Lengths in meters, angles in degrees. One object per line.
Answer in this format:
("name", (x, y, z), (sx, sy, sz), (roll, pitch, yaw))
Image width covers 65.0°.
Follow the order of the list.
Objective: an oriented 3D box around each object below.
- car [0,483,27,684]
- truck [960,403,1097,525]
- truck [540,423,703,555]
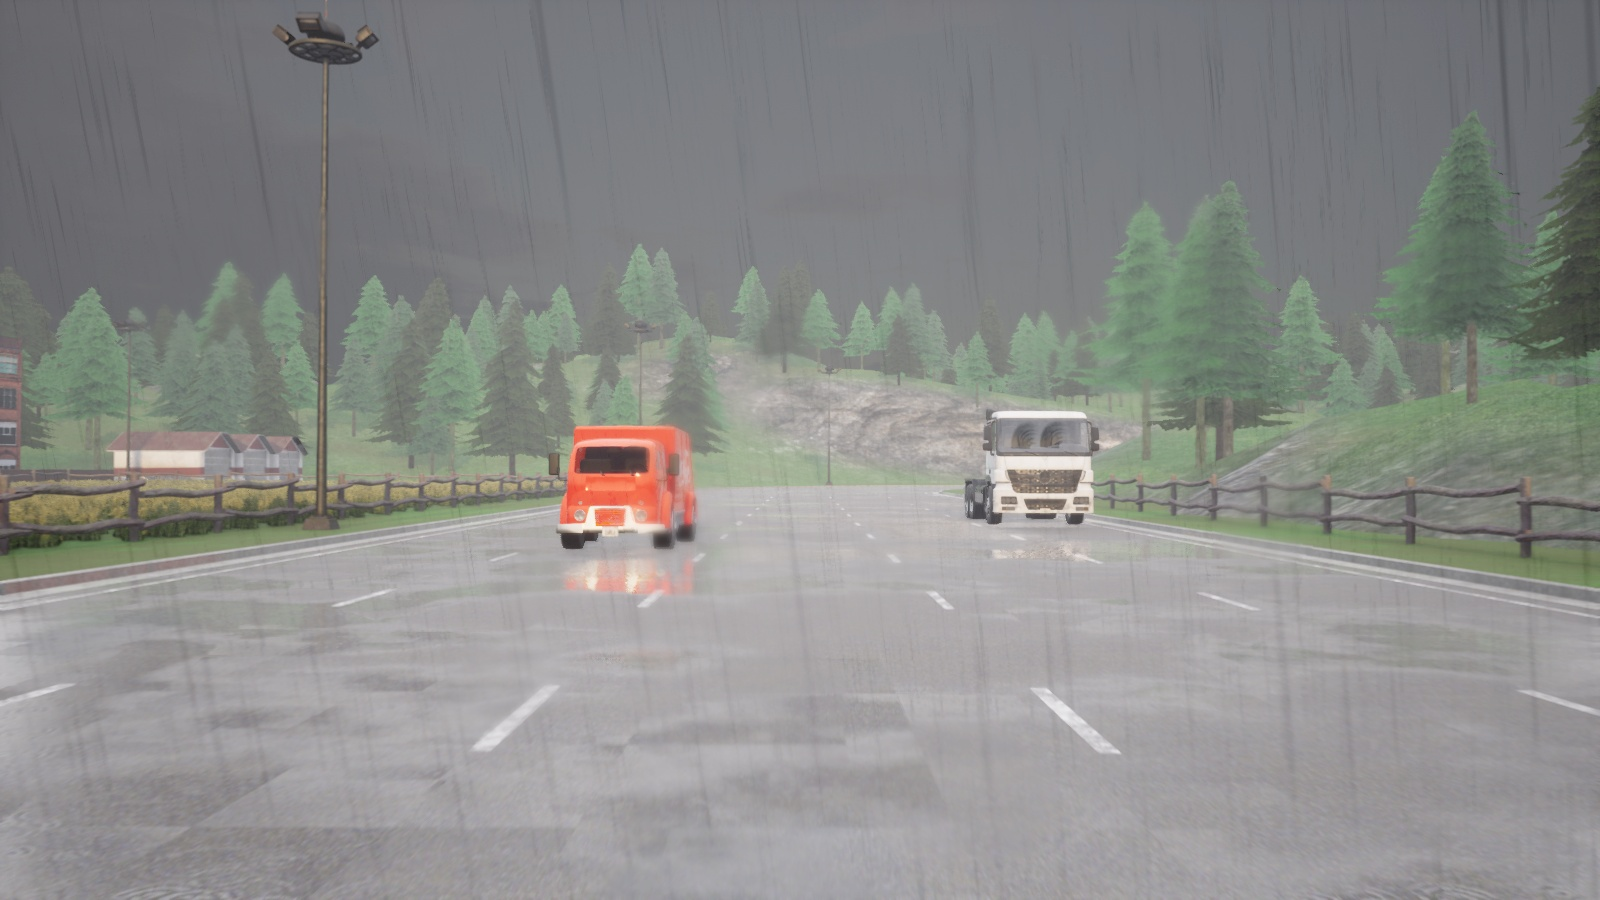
("car", (-7.018, 0.964, 7.245), (2.163, 1.488, 4.792), (0, -1, 0))
("truck", (6.986, 0.468, 39.631), (2.891, 3.462, 7.936), (0, -1, 0))
("truck", (-3.548, 0.780, 26.140), (2.627, 2.467, 5.204), (0, -1, 0))
